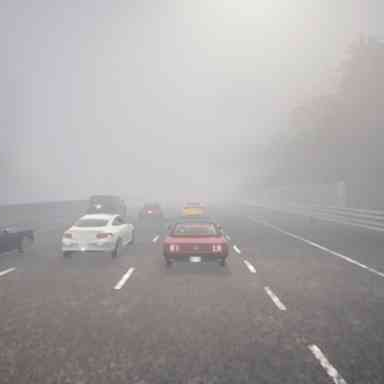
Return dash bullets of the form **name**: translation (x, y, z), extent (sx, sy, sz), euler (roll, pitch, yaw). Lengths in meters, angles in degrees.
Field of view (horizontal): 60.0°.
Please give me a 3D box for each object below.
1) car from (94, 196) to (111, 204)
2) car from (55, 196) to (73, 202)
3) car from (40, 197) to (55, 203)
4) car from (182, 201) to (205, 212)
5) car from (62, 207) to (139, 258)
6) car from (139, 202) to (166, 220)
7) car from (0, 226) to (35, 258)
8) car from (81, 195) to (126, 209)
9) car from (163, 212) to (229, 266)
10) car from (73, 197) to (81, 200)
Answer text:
- **car**: translation (-17.488, 1.538, 65.287), extent (1.882, 1.535, 5.008), euler (0, 0, 0)
- **car**: translation (-24.484, 1.537, 65.268), extent (1.882, 1.535, 5.008), euler (0, 0, 0)
- **car**: translation (-27.983, 1.655, 65.239), extent (1.895, 1.301, 4.718), euler (0, 0, 0)
- **car**: translation (0.109, 1.495, 29.652), extent (1.882, 1.535, 5.008), euler (0, 0, 0)
- **car**: translation (-3.395, 1.530, 12.672), extent (1.812, 1.442, 4.674), euler (0, 0, 0)
- **car**: translation (-3.391, 1.581, 28.727), extent (1.994, 1.385, 4.181), euler (0, 0, 0)
- **car**: translation (-6.898, 1.604, 10.551), extent (1.895, 1.301, 4.718), euler (0, 0, 0)
- **car**: translation (-6.895, 1.237, 27.257), extent (2.150, 2.045, 5.566), euler (0, 0, 0)
- **car**: translation (0.105, 1.604, 11.565), extent (1.895, 1.301, 4.718), euler (0, 0, 0)
- **car**: translation (-20.983, 1.587, 64.895), extent (1.812, 1.442, 4.674), euler (0, 0, 0)
